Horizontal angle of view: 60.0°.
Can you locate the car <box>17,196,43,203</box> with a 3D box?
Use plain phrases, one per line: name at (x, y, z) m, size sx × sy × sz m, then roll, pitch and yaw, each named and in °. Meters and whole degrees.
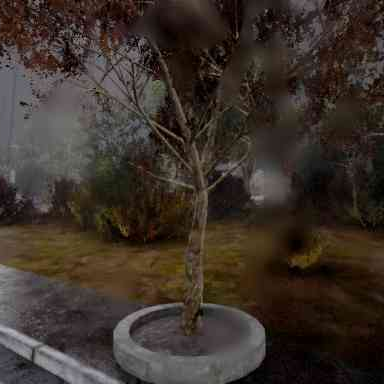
car at (-22.061, 1.217, 44.900) m, size 2.033 × 1.411 × 5.357 m, roll 1°, pitch 0°, yaw 32°
